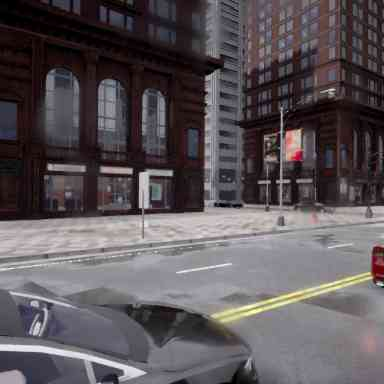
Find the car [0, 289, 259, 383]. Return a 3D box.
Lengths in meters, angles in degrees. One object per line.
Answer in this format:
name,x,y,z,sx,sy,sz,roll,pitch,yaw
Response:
car,-1.617,1.491,2.292,4.902,1.511,2.128,0,0,-35

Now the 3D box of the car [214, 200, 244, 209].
car,5.322,1.841,48.342,1.895,1.301,4.718,1,-1,-35

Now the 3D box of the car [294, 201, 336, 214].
car,13.500,1.702,36.834,1.812,1.442,4.674,1,-1,-36

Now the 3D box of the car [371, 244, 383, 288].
car,6.209,1.489,7.867,5.008,1.535,1.882,0,0,-35
